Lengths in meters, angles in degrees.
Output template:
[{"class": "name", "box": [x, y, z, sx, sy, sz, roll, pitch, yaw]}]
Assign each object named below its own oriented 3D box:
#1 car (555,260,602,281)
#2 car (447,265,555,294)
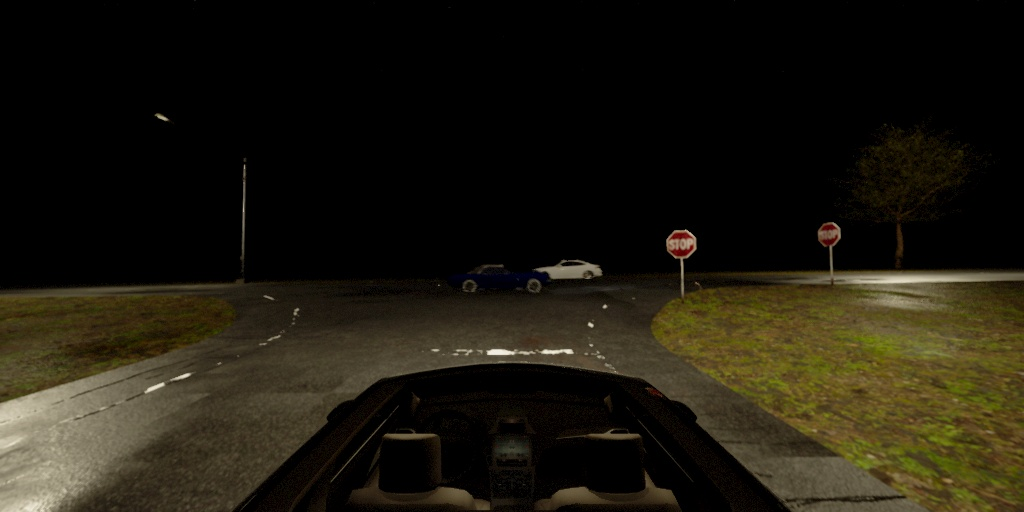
[{"class": "car", "box": [3.616, 0.989, 24.036, 4.674, 1.442, 1.812, -1, -2, -2]}, {"class": "car", "box": [-0.564, 1.062, 16.904, 4.718, 1.301, 1.895, -1, -1, -1]}]
